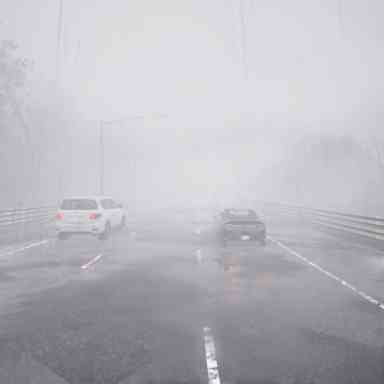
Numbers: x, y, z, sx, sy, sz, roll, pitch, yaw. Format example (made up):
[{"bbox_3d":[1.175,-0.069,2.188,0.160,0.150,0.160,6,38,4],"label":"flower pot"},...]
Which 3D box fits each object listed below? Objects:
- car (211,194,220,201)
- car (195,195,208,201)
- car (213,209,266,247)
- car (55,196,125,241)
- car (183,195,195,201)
[{"bbox_3d":[5.954,1.433,86.310,2.097,1.767,4.553,0,0,6],"label":"car"},{"bbox_3d":[2.397,1.673,85.897,1.895,1.301,4.718,0,0,6],"label":"car"},{"bbox_3d":[2.045,1.495,14.993,2.128,1.511,4.902,0,0,1],"label":"car"},{"bbox_3d":[-4.942,1.228,16.888,2.150,2.045,5.566,0,0,1],"label":"car"},{"bbox_3d":[-1.131,1.618,85.775,2.033,1.411,5.357,0,0,6],"label":"car"}]
